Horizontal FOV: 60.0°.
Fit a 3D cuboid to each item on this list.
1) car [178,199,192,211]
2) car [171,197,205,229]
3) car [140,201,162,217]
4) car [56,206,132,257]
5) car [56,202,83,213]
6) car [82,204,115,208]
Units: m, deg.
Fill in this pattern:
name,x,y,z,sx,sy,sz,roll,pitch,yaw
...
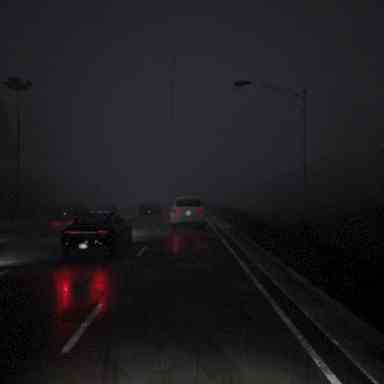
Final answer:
name,x,y,z,sx,sy,sz,roll,pitch,yaw
car,-1.027,1.725,45.167,1.812,1.442,4.674,0,0,-3
car,-0.272,1.324,22.778,2.150,2.045,5.566,0,0,-1
car,-4.010,1.633,32.865,1.882,1.535,5.008,0,0,-2
car,-3.620,1.563,13.359,2.128,1.511,4.902,0,0,-1
car,-10.952,1.662,30.829,2.128,1.511,4.902,0,0,-2
car,-7.386,1.696,28.544,2.033,1.411,5.357,0,0,-1
